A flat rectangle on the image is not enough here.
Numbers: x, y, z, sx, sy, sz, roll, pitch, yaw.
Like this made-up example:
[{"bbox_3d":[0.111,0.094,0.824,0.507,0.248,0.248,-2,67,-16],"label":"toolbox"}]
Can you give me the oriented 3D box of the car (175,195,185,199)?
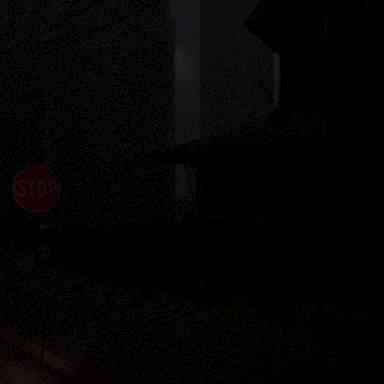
[{"bbox_3d":[-3.688,1.435,85.573,4.193,1.474,1.816,0,0,37],"label":"car"}]
